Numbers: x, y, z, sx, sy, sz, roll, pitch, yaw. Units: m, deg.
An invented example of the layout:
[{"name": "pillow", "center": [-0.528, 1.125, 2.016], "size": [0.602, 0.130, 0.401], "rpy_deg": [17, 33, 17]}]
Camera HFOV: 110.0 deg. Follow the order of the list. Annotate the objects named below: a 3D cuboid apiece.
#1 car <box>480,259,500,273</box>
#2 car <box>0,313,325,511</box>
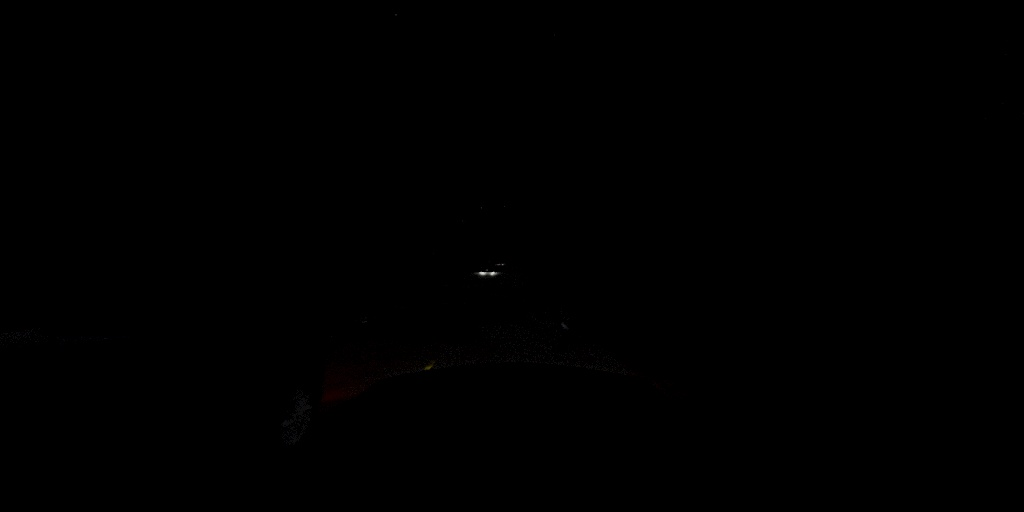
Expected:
[{"name": "car", "center": [-3.056, 1.404, 46.604], "size": [2.033, 1.411, 5.357], "rpy_deg": [0, 0, 0]}, {"name": "car", "center": [-3.099, 1.255, 2.275], "size": [1.837, 1.490, 4.892], "rpy_deg": [0, 0, 0]}]
